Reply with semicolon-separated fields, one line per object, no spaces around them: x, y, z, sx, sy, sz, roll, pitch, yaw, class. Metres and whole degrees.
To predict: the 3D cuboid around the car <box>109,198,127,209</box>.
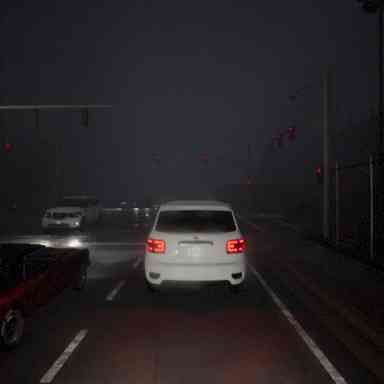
-10.499;1.547;46.859;2.033;1.411;5.357;0;0;0;car

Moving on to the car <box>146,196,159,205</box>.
-6.949;1.525;58.981;1.812;1.442;4.674;0;0;0;car

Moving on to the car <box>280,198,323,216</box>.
11.020;1.407;32.611;4.553;1.767;2.097;0;0;0;car

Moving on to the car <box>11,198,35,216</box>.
-15.774;1.401;33.741;4.553;1.767;2.097;0;0;-21;car

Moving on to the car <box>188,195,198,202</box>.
0.168;1.523;75.685;2.128;1.511;4.902;0;0;0;car

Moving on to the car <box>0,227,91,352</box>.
-3.430;1.601;6.109;1.895;1.301;4.718;0;0;1;car

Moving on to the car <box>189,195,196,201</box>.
0.185;1.524;86.088;1.812;1.442;4.674;0;0;0;car

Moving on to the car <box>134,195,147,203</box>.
-10.368;1.477;67.263;1.882;1.535;5.008;0;0;0;car

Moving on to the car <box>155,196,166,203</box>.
-6.844;1.536;72.929;2.033;1.411;5.357;0;0;0;car

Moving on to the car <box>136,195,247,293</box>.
0.092;1.221;9.032;2.150;2.045;5.566;0;0;0;car

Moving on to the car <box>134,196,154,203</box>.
-6.994;1.504;48.540;1.837;1.490;4.892;0;0;0;car

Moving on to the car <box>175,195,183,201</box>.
-3.316;1.539;85.973;2.033;1.411;5.357;0;0;0;car

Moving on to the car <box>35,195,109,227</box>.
-7.060;1.246;20.354;2.150;2.045;5.566;0;0;0;car
